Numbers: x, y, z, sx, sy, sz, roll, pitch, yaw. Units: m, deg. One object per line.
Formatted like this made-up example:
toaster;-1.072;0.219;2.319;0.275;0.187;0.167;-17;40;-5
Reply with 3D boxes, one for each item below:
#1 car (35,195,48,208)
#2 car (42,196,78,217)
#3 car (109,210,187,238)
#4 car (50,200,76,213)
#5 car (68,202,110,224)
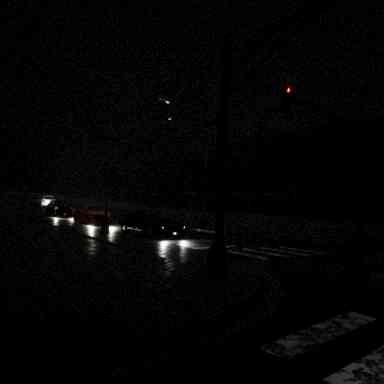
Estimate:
car;-23.602;1.549;53.570;2.150;2.045;5.566;4;-1;-36
car;-14.084;1.679;35.419;2.097;1.767;4.553;4;-2;-35
car;-2.511;1.761;19.211;2.033;1.411;5.357;4;-3;-38
car;-17.731;1.941;45.439;2.128;1.511;4.902;4;-2;-35
car;-8.232;1.770;27.243;1.882;1.535;5.008;4;-3;-36
